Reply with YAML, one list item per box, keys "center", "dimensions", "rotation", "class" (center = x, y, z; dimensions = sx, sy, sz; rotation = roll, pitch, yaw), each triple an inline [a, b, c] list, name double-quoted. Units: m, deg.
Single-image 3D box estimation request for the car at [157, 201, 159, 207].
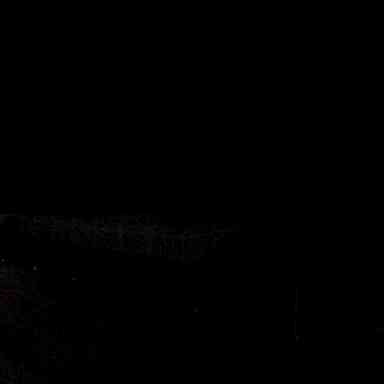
- center: [-2.233, 1.339, 39.914]
  dimensions: [1.812, 1.442, 4.674]
  rotation: [0, 0, 37]
  class: "car"
